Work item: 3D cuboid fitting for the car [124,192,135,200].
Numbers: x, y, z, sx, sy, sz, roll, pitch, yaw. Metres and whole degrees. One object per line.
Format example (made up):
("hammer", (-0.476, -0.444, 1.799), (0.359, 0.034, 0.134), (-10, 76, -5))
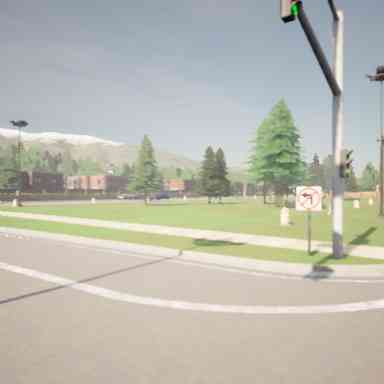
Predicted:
("car", (-13.469, 1.274, 82.598), (2.033, 1.411, 5.357), (0, 0, 35))

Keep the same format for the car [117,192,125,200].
("car", (-16.356, 0.954, 84.575), (2.150, 2.045, 5.566), (0, 0, 35))

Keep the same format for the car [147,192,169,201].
("car", (-7.745, 0.970, 78.568), (2.150, 2.045, 5.566), (0, 0, 35))

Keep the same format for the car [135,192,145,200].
("car", (-10.598, 1.279, 80.595), (2.033, 1.411, 5.357), (0, 0, 35))
